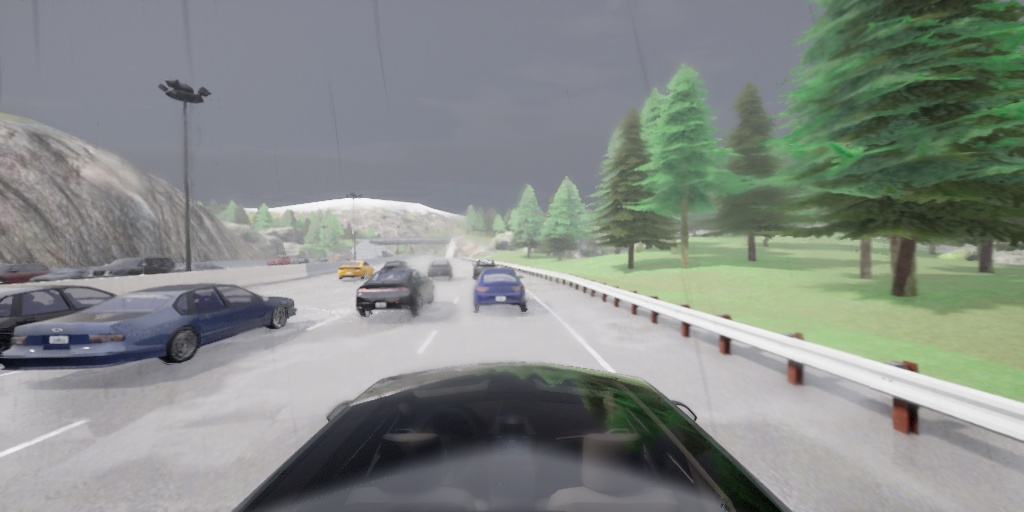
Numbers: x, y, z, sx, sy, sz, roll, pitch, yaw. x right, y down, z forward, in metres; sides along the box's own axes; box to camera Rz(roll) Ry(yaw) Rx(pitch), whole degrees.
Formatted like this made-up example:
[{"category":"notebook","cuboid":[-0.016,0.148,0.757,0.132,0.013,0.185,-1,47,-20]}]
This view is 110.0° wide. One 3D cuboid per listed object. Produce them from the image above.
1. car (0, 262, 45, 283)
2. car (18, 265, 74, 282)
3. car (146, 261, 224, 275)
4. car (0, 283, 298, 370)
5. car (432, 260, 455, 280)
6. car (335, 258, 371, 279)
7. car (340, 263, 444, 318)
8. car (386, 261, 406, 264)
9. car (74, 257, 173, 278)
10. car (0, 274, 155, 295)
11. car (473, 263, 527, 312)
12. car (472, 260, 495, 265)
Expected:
[{"category":"car","cuboid":[-33.411,1.322,23.684,2.097,1.767,4.553,-1,1,-8]},{"category":"car","cuboid":[-30.005,1.484,24.628,1.994,1.385,4.181,-1,0,-9]},{"category":"car","cuboid":[-23.144,1.315,26.078,2.128,1.511,4.902,-1,0,-9]},{"category":"car","cuboid":[-7.165,1.331,8.097,2.033,1.411,5.357,-1,1,-2]},{"category":"car","cuboid":[-5.700,1.077,28.951,2.128,1.511,4.902,-1,0,-8]},{"category":"car","cuboid":[-12.935,1.143,30.004,1.882,1.535,5.008,-1,1,-9]},{"category":"car","cuboid":[-3.954,1.195,12.819,2.128,1.511,4.902,-1,1,-4]},{"category":"car","cuboid":[-9.205,1.136,28.765,1.837,1.490,4.892,-1,1,-8]},{"category":"car","cuboid":[-26.566,1.096,25.345,2.150,2.045,5.566,-1,0,-8]},{"category":"car","cuboid":[-10.667,1.373,8.122,2.033,1.411,5.357,-1,1,-2]},{"category":"car","cuboid":[-0.510,1.179,13.691,1.812,1.442,4.674,-1,1,-4]},{"category":"car","cuboid":[-2.199,1.032,29.196,2.128,1.511,4.902,-1,0,-8]}]
